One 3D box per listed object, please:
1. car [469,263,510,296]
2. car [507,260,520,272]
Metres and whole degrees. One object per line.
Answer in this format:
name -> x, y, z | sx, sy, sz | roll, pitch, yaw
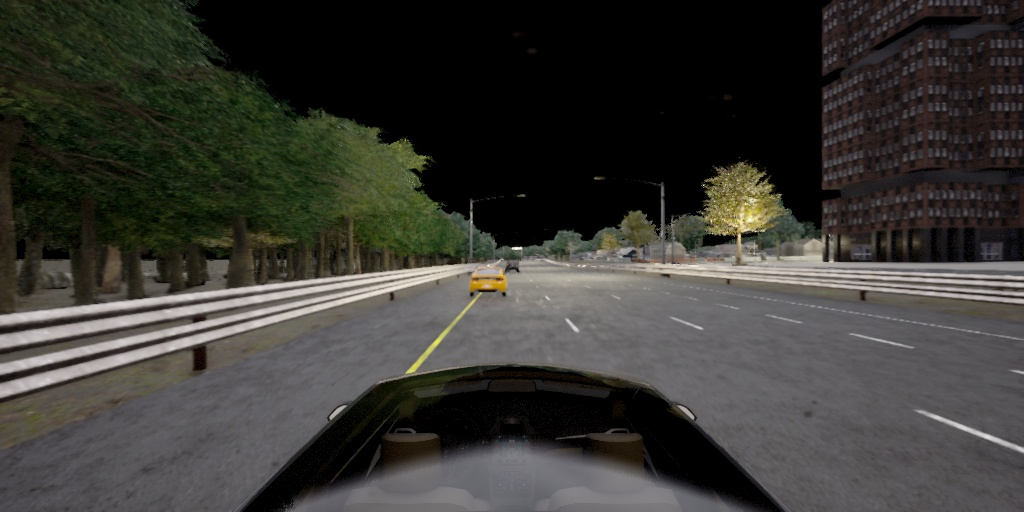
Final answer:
car -> -1.224, 1.324, 20.014 | 1.882, 1.535, 5.008 | 0, -1, 0
car -> 0.111, 1.678, 60.237 | 2.150, 2.045, 5.566 | 0, -2, 0
